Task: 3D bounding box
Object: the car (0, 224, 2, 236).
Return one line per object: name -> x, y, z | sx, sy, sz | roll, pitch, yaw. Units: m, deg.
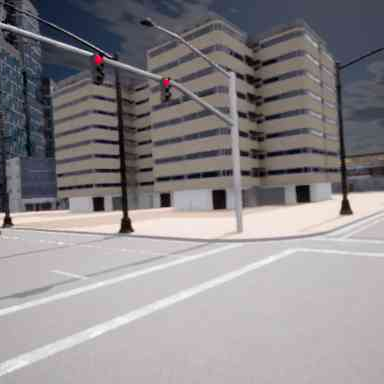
car -> -13.627, 2.298, 20.736 | 4.902, 1.511, 2.128 | -3, 0, 39
